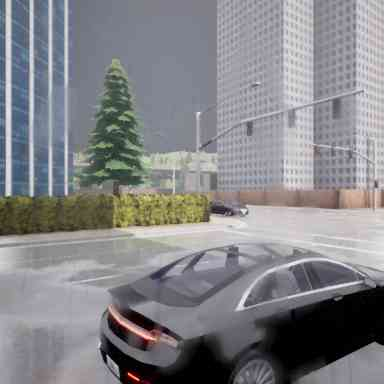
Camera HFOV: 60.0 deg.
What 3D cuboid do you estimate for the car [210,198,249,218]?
[{"bbox_3d":[3.028,1.490,30.264,2.128,1.511,4.902,0,0,-35],"label":"car"}]

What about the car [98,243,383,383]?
[{"bbox_3d":[1.206,1.491,4.667,4.902,1.511,2.128,0,0,-35],"label":"car"}]

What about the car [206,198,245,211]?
[{"bbox_3d":[4.035,1.489,41.308,2.128,1.511,4.902,0,0,-35],"label":"car"}]
